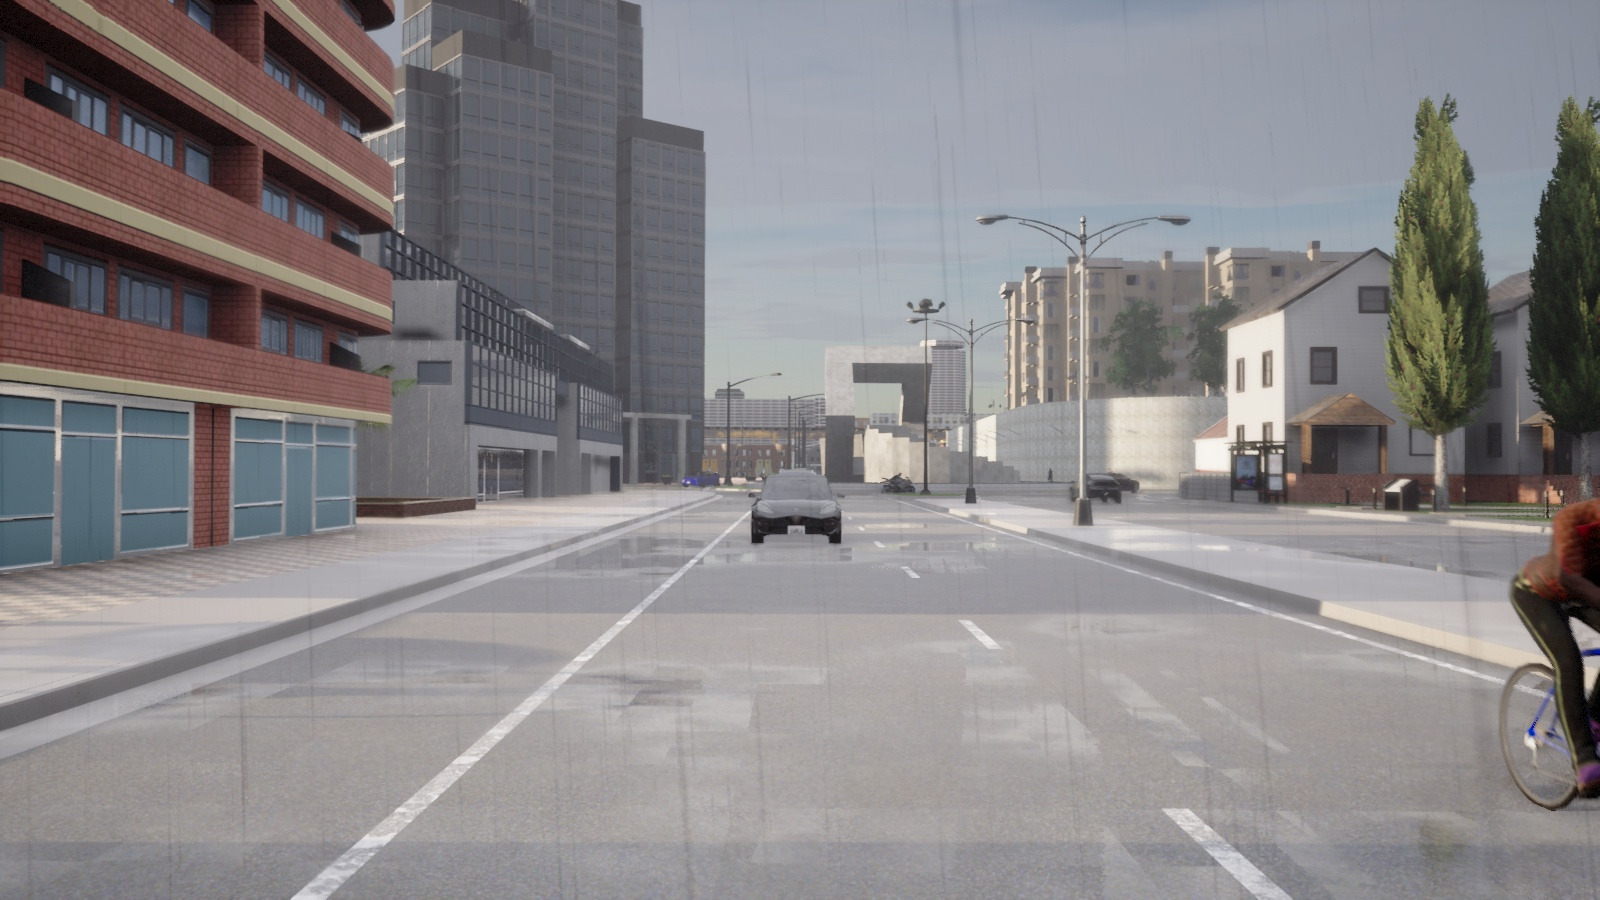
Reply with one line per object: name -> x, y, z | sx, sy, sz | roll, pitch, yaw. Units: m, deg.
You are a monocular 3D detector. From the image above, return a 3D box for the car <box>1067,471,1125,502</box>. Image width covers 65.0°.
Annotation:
car -> 14.886, 1.806, 63.397 | 1.837, 1.490, 4.892 | 0, -1, 1

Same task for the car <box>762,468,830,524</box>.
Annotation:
car -> -0.102, 1.402, 39.842 | 2.033, 1.649, 4.856 | 0, -1, 0

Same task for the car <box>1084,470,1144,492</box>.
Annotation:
car -> 22.706, 2.199, 90.749 | 5.008, 1.535, 1.882 | 1, -1, -45

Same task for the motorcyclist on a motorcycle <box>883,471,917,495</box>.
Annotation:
motorcyclist on a motorcycle -> 6.559, 2.180, 82.220 | 2.191, 1.530, 0.866 | 0, -1, 9

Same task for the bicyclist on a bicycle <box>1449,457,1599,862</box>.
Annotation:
bicyclist on a bicycle -> 3.486, 0.841, 5.339 | 0.582, 1.620, 1.656 | 0, -1, 0

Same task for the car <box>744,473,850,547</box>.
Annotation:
car -> -0.070, 1.281, 28.281 | 2.163, 1.488, 4.792 | 0, -1, 0
